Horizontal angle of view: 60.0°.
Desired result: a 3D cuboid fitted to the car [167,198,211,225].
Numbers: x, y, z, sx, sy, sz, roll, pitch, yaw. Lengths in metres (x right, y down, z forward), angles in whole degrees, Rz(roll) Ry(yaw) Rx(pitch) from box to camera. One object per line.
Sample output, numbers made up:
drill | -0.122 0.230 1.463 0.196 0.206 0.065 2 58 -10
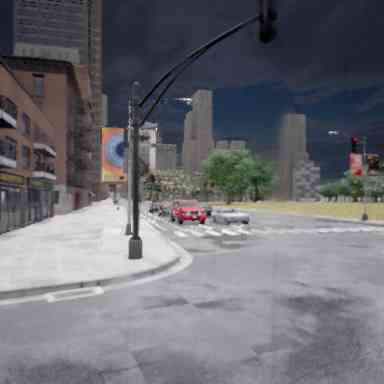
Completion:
car | -0.417 1.653 28.791 2.150 2.045 5.566 0 -1 -13

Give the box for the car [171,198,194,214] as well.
car | -1.382 1.926 46.748 2.150 2.045 5.566 0 -1 -13

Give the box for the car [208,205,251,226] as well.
car | 3.172 2.019 27.841 1.895 1.301 4.718 0 -1 -14

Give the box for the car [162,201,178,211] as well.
car | -3.771 2.338 56.944 1.882 1.535 5.008 0 -1 -13

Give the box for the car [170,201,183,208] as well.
car | -3.302 2.517 69.004 1.812 1.442 4.674 0 -1 -14

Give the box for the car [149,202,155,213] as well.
car | -5.077 2.231 48.221 1.837 1.490 4.892 0 -1 -13

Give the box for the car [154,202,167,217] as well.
car | -2.703 2.067 38.289 2.128 1.511 4.902 0 -1 -14

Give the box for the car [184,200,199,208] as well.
car | -0.142 2.501 69.764 2.033 1.411 5.357 0 -1 -14

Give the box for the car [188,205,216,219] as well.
car | 1.011 2.153 36.743 1.895 1.301 4.718 0 -1 -13

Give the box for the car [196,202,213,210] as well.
car | 2.197 2.472 60.032 1.994 1.385 4.181 0 -1 -14
